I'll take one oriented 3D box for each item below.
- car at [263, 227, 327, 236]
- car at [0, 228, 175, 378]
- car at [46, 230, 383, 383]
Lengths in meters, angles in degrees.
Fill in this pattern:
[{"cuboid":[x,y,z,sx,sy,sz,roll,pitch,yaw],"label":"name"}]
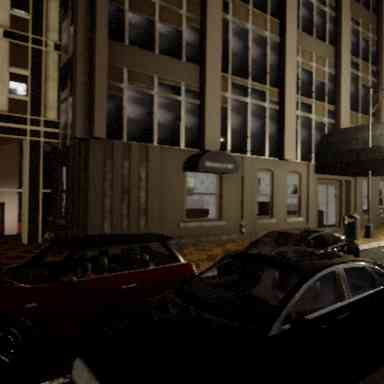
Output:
[{"cuboid":[2.644,1.636,8.621,4.313,1.339,1.947,1,0,-36],"label":"car"},{"cuboid":[-1.878,1.455,5.390,4.097,1.590,1.967,1,0,-36],"label":"car"},{"cuboid":[1.072,1.523,4.145,4.902,1.511,2.128,1,0,-36],"label":"car"}]
